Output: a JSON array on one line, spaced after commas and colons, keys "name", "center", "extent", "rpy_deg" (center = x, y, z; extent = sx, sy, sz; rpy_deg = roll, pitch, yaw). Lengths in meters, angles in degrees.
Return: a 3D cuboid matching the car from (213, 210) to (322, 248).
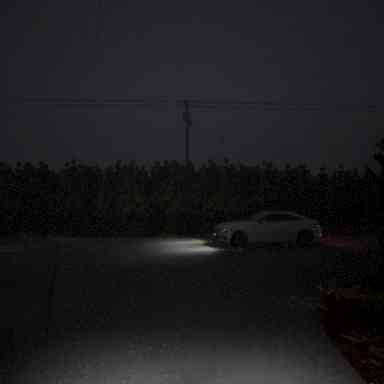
[{"name": "car", "center": [3.250, 1.515, 14.379], "extent": [4.674, 1.442, 1.812], "rpy_deg": [0, 0, -10]}]
